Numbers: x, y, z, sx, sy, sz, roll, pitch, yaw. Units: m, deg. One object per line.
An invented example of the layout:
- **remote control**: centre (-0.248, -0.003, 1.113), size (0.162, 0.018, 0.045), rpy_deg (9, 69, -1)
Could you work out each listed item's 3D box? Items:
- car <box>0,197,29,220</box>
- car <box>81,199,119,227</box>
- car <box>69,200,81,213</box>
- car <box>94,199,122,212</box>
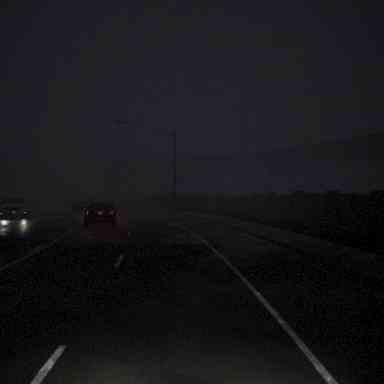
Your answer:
- **car**: centre (-16.961, 1.459, 31.837), size (2.150, 2.045, 5.566), rpy_deg (0, 0, -26)
- **car**: centre (-6.729, 1.475, 24.385), size (2.097, 1.767, 4.553), rpy_deg (0, 0, -15)
- **car**: centre (-13.584, 1.726, 40.364), size (1.837, 1.490, 4.892), rpy_deg (0, -2, -31)
- **car**: centre (-10.805, 1.688, 42.453), size (2.128, 1.511, 4.902), rpy_deg (-1, 0, -31)
